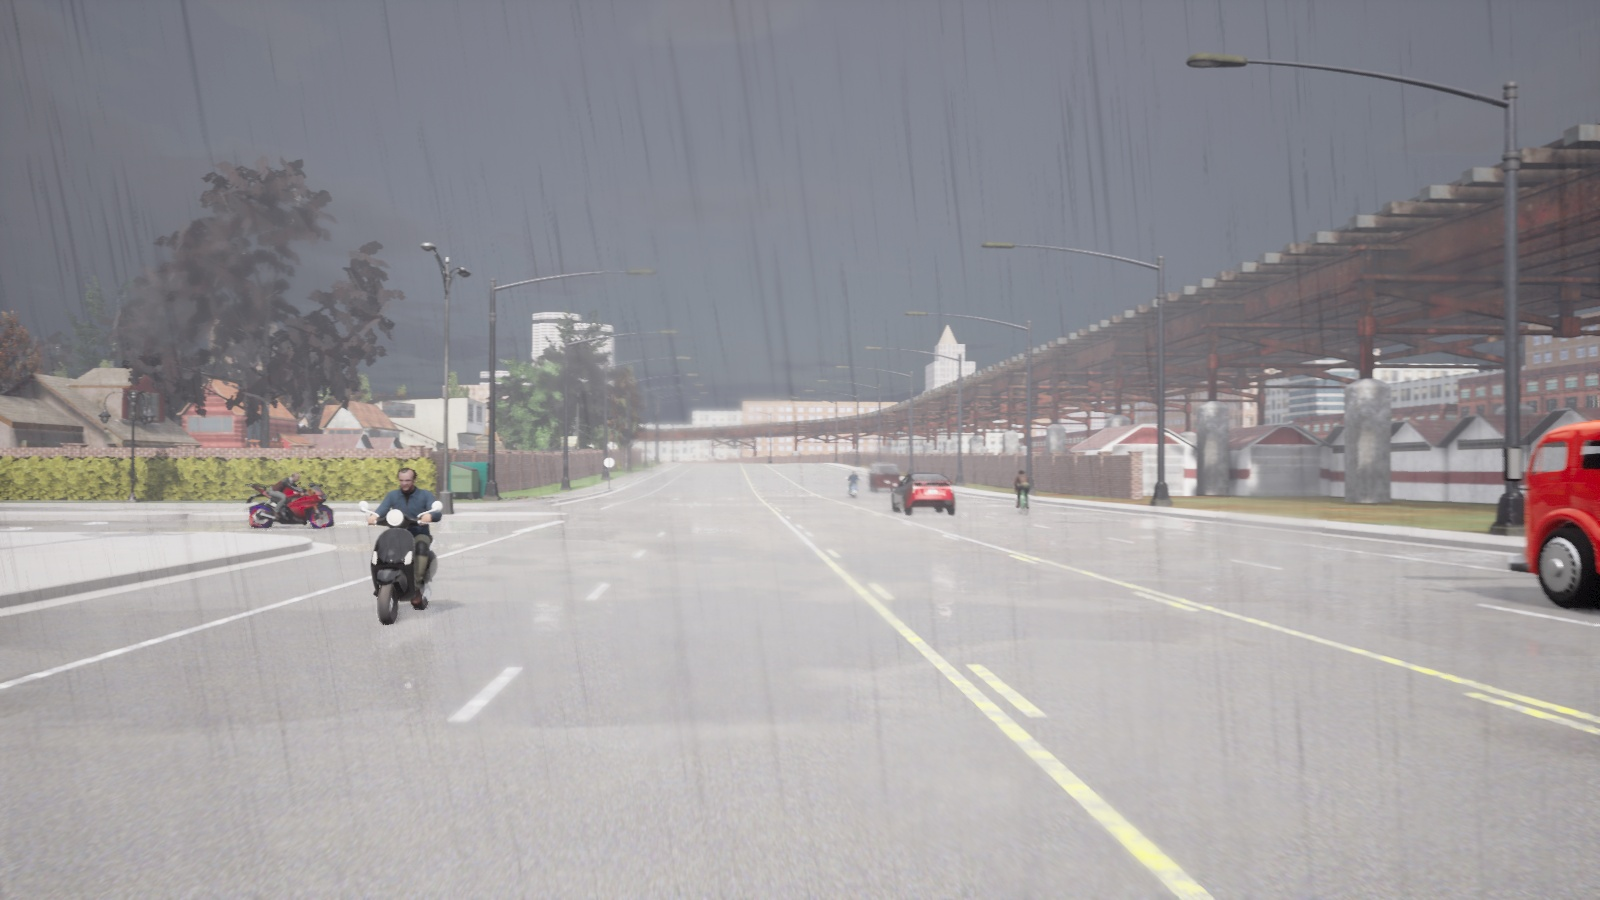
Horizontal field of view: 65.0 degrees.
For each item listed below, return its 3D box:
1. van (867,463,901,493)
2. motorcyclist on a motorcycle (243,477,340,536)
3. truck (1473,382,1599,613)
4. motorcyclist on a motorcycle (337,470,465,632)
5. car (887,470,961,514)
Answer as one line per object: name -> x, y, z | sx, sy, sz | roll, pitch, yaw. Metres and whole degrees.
van -> 5.736, 1.881, 86.412 | 1.775, 1.987, 4.442 | 0, 0, -3
motorcyclist on a motorcycle -> -13.295, 1.467, 32.900 | 2.191, 1.530, 0.866 | 0, -1, -3
truck -> 9.859, 0.498, 13.126 | 2.627, 2.467, 5.204 | 0, -1, -3
motorcyclist on a motorcycle -> -4.172, 1.012, 13.295 | 0.866, 1.590, 1.817 | 0, -1, -3
car -> 4.498, 1.512, 46.138 | 2.007, 1.525, 4.514 | 0, -1, -3
